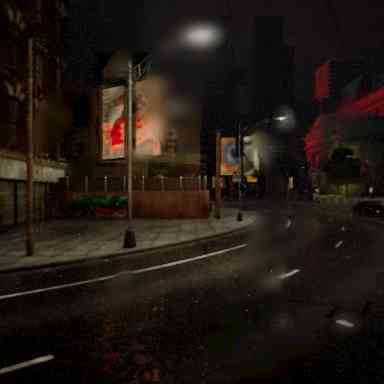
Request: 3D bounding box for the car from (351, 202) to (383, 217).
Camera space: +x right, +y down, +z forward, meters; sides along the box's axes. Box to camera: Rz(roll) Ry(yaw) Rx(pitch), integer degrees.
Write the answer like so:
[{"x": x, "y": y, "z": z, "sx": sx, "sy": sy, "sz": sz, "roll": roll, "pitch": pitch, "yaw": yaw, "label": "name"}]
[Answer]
[{"x": 17.842, "y": 1.697, "z": 33.873, "sx": 1.812, "sy": 1.442, "sz": 4.674, "roll": 0, "pitch": 0, "yaw": 5, "label": "car"}]
